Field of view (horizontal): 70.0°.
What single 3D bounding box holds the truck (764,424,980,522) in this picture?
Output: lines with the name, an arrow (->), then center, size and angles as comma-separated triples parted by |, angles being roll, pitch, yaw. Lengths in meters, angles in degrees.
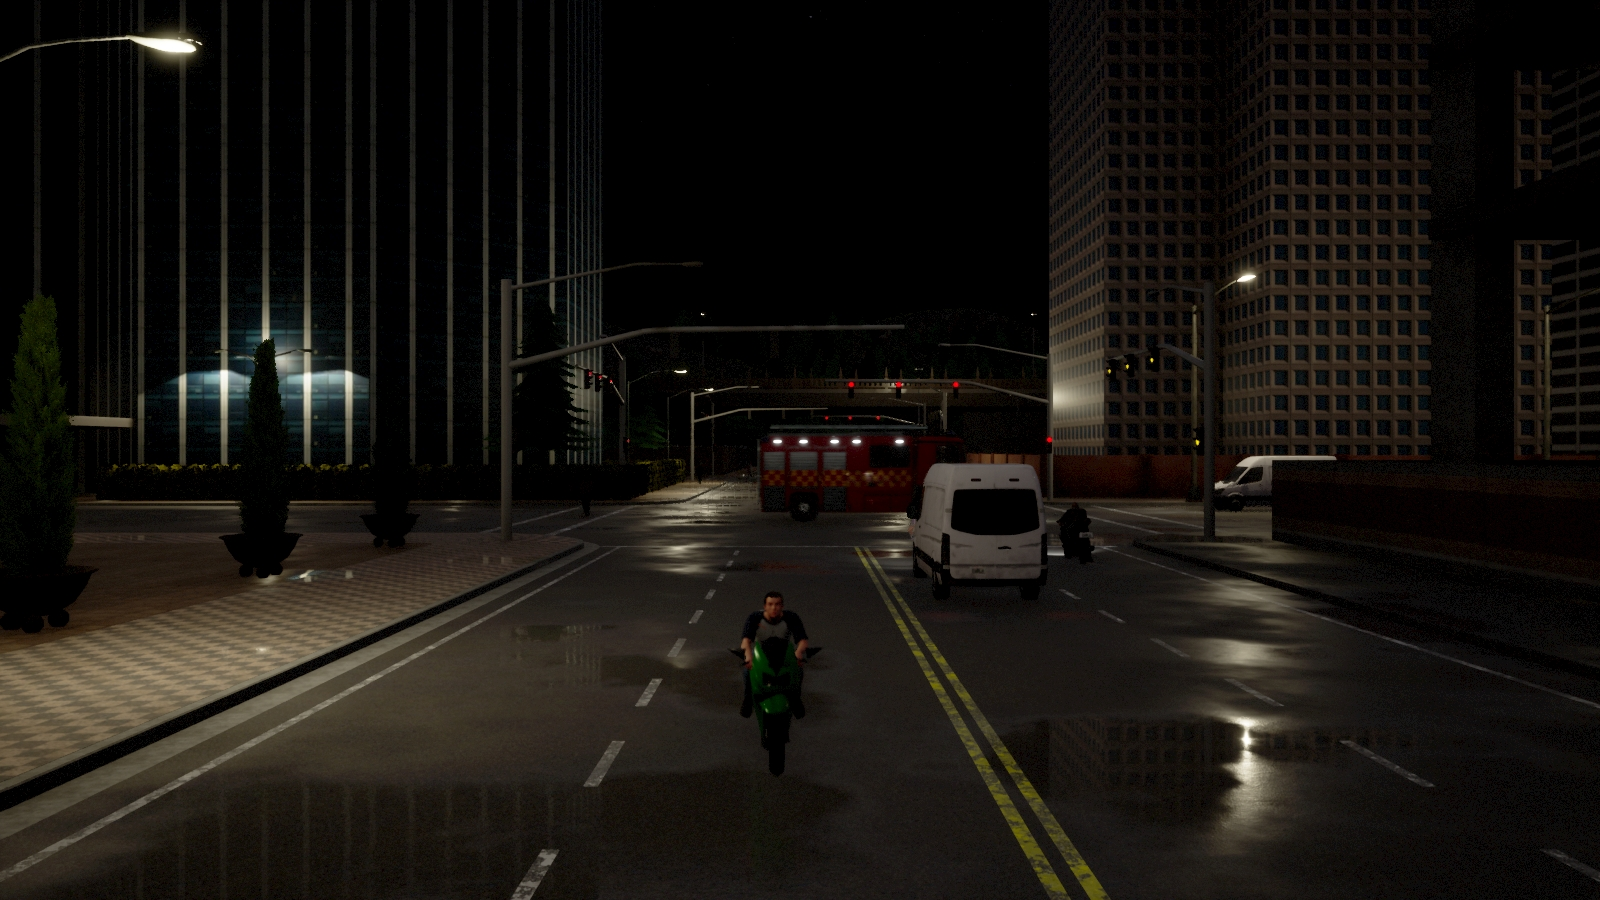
truck -> 2.801, 0.907, 46.090 | 8.468, 3.827, 2.891 | 0, 0, -1

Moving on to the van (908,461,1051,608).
van -> 3.501, 1.543, 23.400 | 1.988, 2.561, 5.915 | 0, 0, 0

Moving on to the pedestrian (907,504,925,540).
pedestrian -> 3.622, 2.242, 35.690 | 0.500, 1.100, 0.500 | 0, 0, 0

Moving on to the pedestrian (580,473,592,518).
pedestrian -> -8.838, 1.866, 47.142 | 0.375, 1.860, 0.375 | 0, 0, 7
